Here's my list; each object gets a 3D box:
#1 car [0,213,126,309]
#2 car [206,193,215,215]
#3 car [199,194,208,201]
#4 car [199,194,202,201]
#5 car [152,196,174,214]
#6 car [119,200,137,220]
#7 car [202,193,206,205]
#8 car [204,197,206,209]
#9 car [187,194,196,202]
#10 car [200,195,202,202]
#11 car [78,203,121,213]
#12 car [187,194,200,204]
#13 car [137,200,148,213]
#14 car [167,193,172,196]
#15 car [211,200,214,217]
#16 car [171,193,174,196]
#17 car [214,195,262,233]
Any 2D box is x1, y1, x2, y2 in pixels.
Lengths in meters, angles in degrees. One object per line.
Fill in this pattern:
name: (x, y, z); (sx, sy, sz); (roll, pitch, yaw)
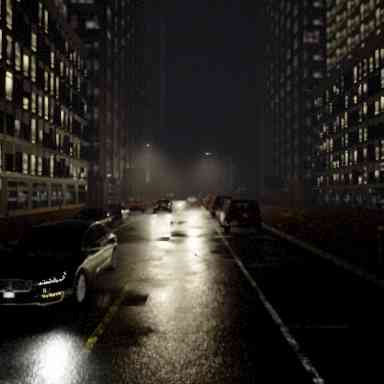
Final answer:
car: (-3.094, 1.494, 8.055); (1.837, 1.490, 4.892); (0, 0, 0)
car: (2.687, 1.268, 30.223); (2.192, 1.841, 5.009); (0, 0, 0)
car: (2.675, 1.310, 80.076); (1.967, 1.590, 4.097); (0, 0, 0)
car: (2.680, 1.433, 58.089); (1.752, 1.417, 4.829); (0, 0, 0)
car: (-3.013, 1.458, 35.147); (1.837, 1.490, 4.892); (0, 0, 0)
car: (-5.692, 1.513, 24.680); (2.008, 1.369, 4.403); (0, 0, 0)
car: (2.685, 1.250, 41.301); (2.192, 1.841, 5.009); (0, 0, 0)
car: (2.685, 1.510, 35.762); (1.947, 1.339, 4.313); (0, 0, 0)
car: (-0.016, 1.267, 71.108); (1.837, 1.490, 4.892); (0, 0, 0)
car: (2.681, 1.468, 52.380); (2.008, 1.369, 4.403); (0, 0, 0)
car: (-5.691, 1.537, 19.141); (1.947, 1.339, 4.313); (0, 0, 0)
car: (-0.014, 1.428, 61.100); (1.812, 1.442, 4.674); (0, 0, 0)
car: (-5.695, 1.526, 35.760); (1.802, 1.307, 4.206); (0, 0, 0)
car: (-5.703, 1.471, 68.995); (1.802, 1.307, 4.206); (0, 0, 0)
car: (2.688, 1.507, 24.683); (1.887, 1.381, 4.507); (0, 0, 0)
car: (-5.706, 1.176, 85.613); (2.192, 1.841, 5.009); (0, 0, 0)
car: (2.690, 1.286, 19.143); (2.192, 1.841, 5.009); (0, 0, 0)
